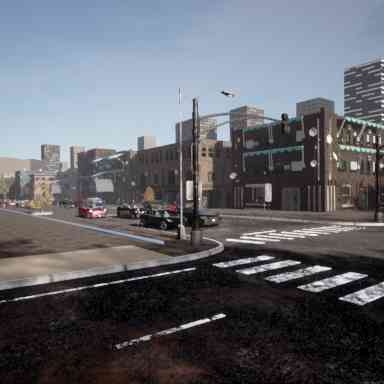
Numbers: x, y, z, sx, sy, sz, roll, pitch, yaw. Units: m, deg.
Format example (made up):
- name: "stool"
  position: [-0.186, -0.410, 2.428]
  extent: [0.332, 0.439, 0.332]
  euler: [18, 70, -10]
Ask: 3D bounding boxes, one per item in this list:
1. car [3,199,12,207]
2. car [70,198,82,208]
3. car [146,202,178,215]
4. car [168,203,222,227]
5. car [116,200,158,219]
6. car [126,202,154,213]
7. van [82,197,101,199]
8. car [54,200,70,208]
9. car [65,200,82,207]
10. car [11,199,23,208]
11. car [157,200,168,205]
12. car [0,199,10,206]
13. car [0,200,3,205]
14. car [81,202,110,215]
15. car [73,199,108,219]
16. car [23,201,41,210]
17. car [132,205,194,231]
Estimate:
- name: "car"
  position: [-40.073, 2.379, 74.043]
  extent: [1.967, 1.590, 4.097]
  euler: [-1, 0, -37]
- name: "car"
  position: [-20.112, 1.940, 61.324]
  extent: [2.192, 1.841, 5.009]
  euler: [-1, 0, -37]
- name: "car"
  position: [-3.541, 1.904, 39.155]
  extent: [1.802, 1.307, 4.206]
  euler: [-2, 0, -37]
- name: "car"
  position: [0.262, 1.783, 24.384]
  extent: [1.994, 1.385, 4.181]
  euler: [-1, 0, -38]
- name: "car"
  position: [-5.718, 1.825, 32.412]
  extent: [2.128, 1.511, 4.902]
  euler: [-1, 0, -37]
- name: "car"
  position: [-6.853, 1.966, 43.588]
  extent: [1.802, 1.307, 4.206]
  euler: [-2, 0, -37]
- name: "van"
  position: [-16.798, 1.907, 56.890]
  extent: [1.690, 1.788, 3.998]
  euler: [-1, 0, -37]
- name: "car"
  position: [-23.440, 2.175, 61.472]
  extent: [1.837, 1.490, 4.892]
  euler: [-1, -1, -37]
- name: "car"
  position: [-23.419, 2.227, 65.759]
  extent: [1.887, 1.381, 4.507]
  euler: [-1, 0, -37]
- name: "car"
  position: [-33.445, 2.375, 65.176]
  extent: [2.008, 1.369, 4.403]
  euler: [-1, 0, -37]
- name: "car"
  position: [-4.654, 1.682, 36.309]
  extent: [2.097, 1.767, 4.553]
  euler: [-1, 0, -37]
- name: "car"
  position: [-46.696, 2.597, 82.912]
  extent: [1.887, 1.381, 4.507]
  euler: [-1, 0, -37]
- name: "car"
  position: [-43.383, 2.547, 78.478]
  extent: [2.008, 1.369, 4.403]
  euler: [-1, 0, -37]
- name: "car"
  position: [-11.839, 1.974, 40.619]
  extent: [1.812, 1.442, 4.674]
  euler: [-1, 0, -36]
- name: "car"
  position: [-10.256, 1.846, 34.136]
  extent: [1.967, 1.590, 4.097]
  euler: [-2, 0, -37]
- name: "car"
  position: [-26.717, 2.232, 56.171]
  extent: [1.752, 1.417, 4.829]
  euler: [-1, 0, -37]
- name: "car"
  position: [-2.045, 1.815, 22.948]
  extent: [1.947, 1.339, 4.313]
  euler: [-2, 0, -37]
